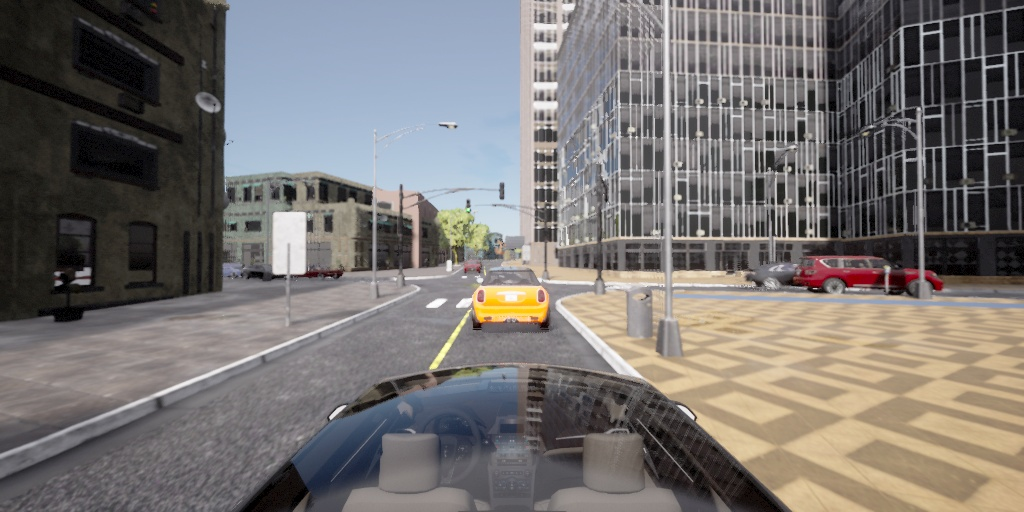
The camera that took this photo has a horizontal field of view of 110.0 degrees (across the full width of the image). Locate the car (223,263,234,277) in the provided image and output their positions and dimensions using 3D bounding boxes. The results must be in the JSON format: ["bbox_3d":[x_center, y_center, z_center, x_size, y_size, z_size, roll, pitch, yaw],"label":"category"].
[{"bbox_3d":[-26.645,1.358,34.101,5.357,1.411,2.033,0,-1,19],"label":"car"}]

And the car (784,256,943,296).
[{"bbox_3d":[16.144,0.914,16.615,5.009,1.841,2.192,0,0,19],"label":"car"}]

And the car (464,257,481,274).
[{"bbox_3d":[-4.605,1.213,42.111,1.882,1.535,5.008,0,0,-5],"label":"car"}]

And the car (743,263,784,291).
[{"bbox_3d":[15.561,1.138,19.614,4.902,1.511,2.128,0,-1,19],"label":"car"}]

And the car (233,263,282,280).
[{"bbox_3d":[-19.957,1.309,29.181,4.313,1.339,1.948,0,0,19],"label":"car"}]

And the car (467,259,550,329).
[{"bbox_3d":[-0.064,1.099,11.358,2.097,1.767,4.553,0,0,-1],"label":"car"}]

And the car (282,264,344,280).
[{"bbox_3d":[-16.856,1.374,30.731,4.718,1.301,1.895,0,-1,19],"label":"car"}]
